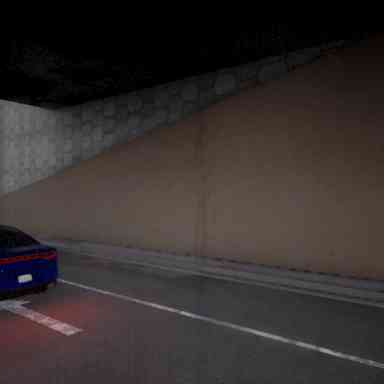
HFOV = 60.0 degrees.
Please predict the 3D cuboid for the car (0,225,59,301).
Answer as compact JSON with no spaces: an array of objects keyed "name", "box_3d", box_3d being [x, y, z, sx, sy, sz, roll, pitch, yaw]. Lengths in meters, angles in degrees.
[{"name":"car","box_3d":[-5.123,1.476,7.652,5.008,1.535,1.882,0,0,36]}]
